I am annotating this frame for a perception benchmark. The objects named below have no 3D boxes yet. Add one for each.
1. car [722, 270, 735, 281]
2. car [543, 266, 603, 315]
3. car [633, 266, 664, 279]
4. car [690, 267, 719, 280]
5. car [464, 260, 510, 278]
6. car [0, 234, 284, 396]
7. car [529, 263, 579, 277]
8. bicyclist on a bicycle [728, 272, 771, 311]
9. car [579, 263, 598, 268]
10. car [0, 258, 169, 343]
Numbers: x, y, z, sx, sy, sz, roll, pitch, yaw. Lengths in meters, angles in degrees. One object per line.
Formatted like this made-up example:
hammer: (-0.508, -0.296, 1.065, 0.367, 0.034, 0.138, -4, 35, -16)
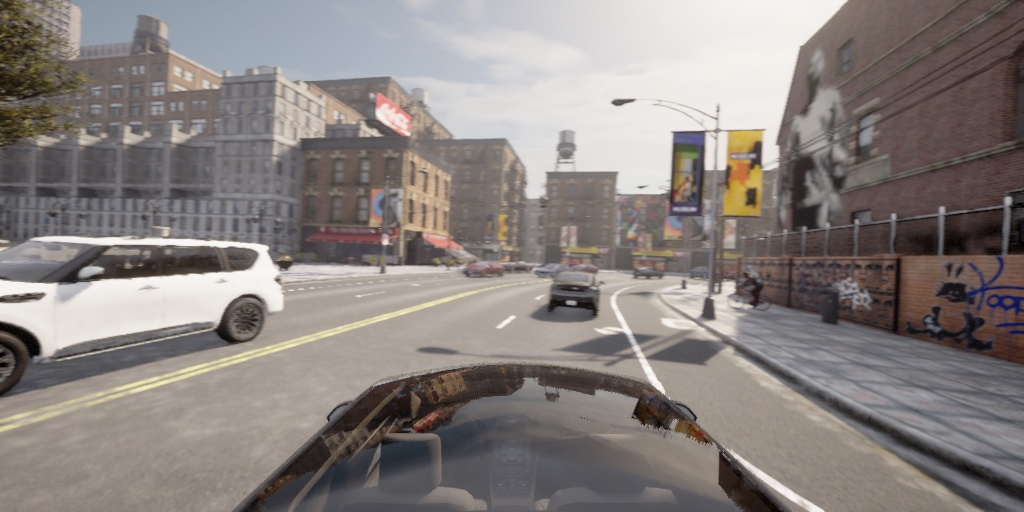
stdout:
car: (29.678, 2.588, 45.965, 4.892, 1.490, 1.837, 4, -1, -16)
car: (2.600, 1.361, 14.468, 1.837, 1.490, 4.892, 3, 0, 14)
car: (16.451, 1.996, 43.211, 4.674, 1.442, 1.812, 3, 0, -38)
car: (26.453, 2.283, 48.552, 4.553, 1.767, 2.097, 3, 0, -20)
car: (-2.332, 1.131, 31.800, 1.812, 1.442, 4.674, 3, 0, 29)
car: (-6.637, 0.655, 5.902, 2.150, 2.045, 5.566, 3, 0, 12)
car: (4.322, 1.460, 36.012, 2.033, 1.411, 5.357, 3, 0, 37)
bicyclist on a bicycle: (10.221, 1.512, 15.424, 1.656, 1.620, 0.582, 2, 0, 14)
car: (9.494, 1.702, 47.015, 4.674, 1.442, 1.812, 3, 0, -41)
car: (-10.001, 0.801, 6.894, 1.812, 1.442, 4.674, 3, 0, 12)
